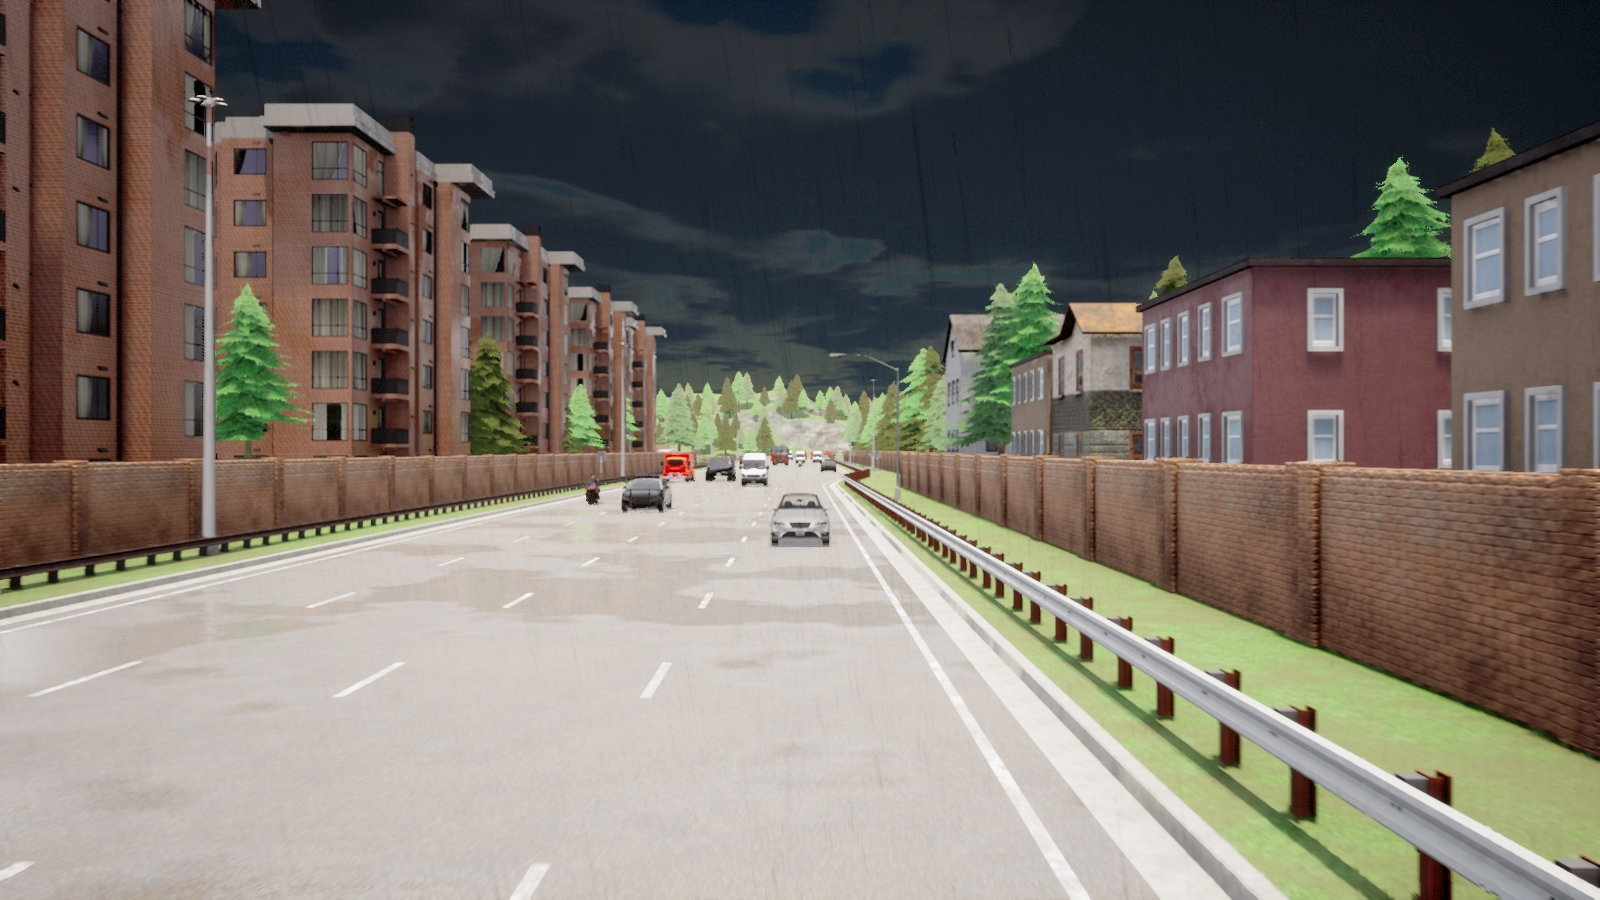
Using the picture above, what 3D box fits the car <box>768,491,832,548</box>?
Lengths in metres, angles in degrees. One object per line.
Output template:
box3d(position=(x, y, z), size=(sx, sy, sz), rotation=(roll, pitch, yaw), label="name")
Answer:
box3d(position=(0.003, 2.063, 34.667), size=(1.816, 1.474, 4.193), rotation=(0, 0, 0), label="car")

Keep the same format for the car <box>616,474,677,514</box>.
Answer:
box3d(position=(-6.991, 1.979, 52.589), size=(2.097, 1.638, 5.238), rotation=(0, 0, 0), label="car")

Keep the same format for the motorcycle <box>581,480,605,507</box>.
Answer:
box3d(position=(-10.491, 2.201, 57.971), size=(0.867, 1.251, 2.209), rotation=(0, 0, 0), label="motorcycle")
